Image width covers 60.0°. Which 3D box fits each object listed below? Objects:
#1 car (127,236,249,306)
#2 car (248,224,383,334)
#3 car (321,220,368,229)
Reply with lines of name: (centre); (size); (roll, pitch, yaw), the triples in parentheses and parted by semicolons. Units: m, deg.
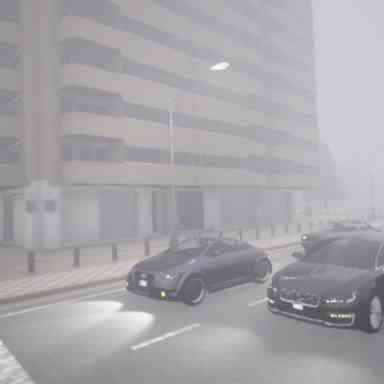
car: (0.340, 1.923, 9.044); (4.181, 1.385, 1.994); (0, -3, -42)
car: (3.569, 1.687, 7.262); (4.892, 1.490, 1.837); (0, -3, -42)
car: (6.809, 1.972, 14.953); (4.718, 1.301, 1.895); (0, -3, -43)
